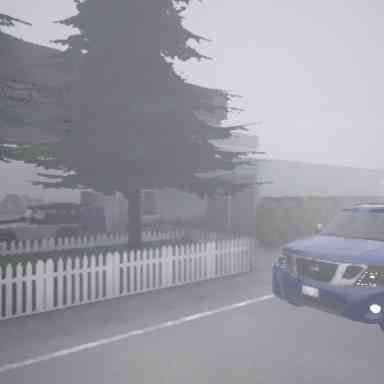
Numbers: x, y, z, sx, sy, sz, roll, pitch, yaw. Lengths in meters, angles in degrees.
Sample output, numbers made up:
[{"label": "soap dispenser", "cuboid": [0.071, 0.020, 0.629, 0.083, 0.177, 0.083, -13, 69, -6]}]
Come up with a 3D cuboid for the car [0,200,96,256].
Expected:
[{"label": "car", "cuboid": [-6.114, 1.379, 13.070, 3.866, 1.878, 1.905, 0, 0, -37]}]

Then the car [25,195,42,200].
[{"label": "car", "cuboid": [-22.949, 1.611, 49.249, 1.970, 1.475, 3.806, 0, 0, -37]}]

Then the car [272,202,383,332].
[{"label": "car", "cuboid": [4.150, 1.268, 7.042, 5.566, 2.045, 2.150, 0, 0, -36]}]

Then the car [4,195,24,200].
[{"label": "car", "cuboid": [-25.976, 1.314, 47.747, 1.905, 1.878, 3.866, 0, 0, -37]}]

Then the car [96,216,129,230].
[{"label": "car", "cuboid": [-6.036, 1.588, 20.200, 4.611, 1.667, 2.242, 0, 0, -37]}]

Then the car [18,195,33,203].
[{"label": "car", "cuboid": [-35.968, 1.514, 71.811, 2.152, 1.636, 5.027, 0, 0, -37]}]

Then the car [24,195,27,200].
[{"label": "car", "cuboid": [-28.061, 1.379, 56.015, 1.932, 1.855, 4.605, 0, 0, -37]}]
